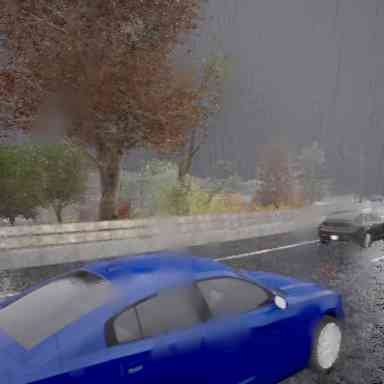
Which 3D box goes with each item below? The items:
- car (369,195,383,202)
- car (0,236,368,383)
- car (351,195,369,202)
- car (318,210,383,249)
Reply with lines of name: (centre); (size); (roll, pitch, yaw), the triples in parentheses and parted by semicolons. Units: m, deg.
car: (43.273, 1.439, 79.246); (2.097, 1.767, 4.553); (0, 0, 4)
car: (-0.138, 1.498, 3.892); (5.008, 1.535, 1.882); (0, 0, -37)
car: (39.801, 1.595, 79.697); (1.837, 1.490, 4.892); (0, 0, 4)
car: (7.389, 1.559, 14.893); (4.892, 1.490, 1.837); (0, 0, -44)
